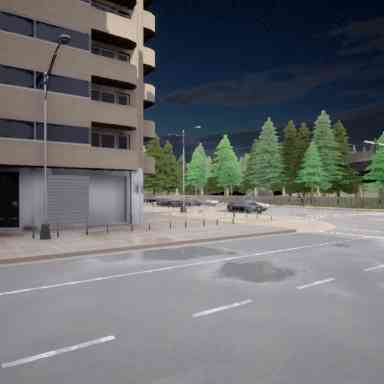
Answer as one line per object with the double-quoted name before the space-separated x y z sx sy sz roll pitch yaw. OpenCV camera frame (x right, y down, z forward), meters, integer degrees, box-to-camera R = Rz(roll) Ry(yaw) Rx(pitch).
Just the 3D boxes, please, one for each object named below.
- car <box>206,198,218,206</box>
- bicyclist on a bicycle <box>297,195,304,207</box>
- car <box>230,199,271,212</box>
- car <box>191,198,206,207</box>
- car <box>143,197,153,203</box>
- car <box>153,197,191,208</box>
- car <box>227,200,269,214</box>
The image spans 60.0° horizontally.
"car" 1.865 1.545 52.257 1.895 1.301 4.718 0 0 -40
"bicyclist on a bicycle" 15.151 1.245 46.458 1.656 1.620 0.582 0 0 -35
"car" 6.805 1.545 39.186 1.895 1.301 4.718 0 0 -35
"car" -0.463 1.507 49.118 1.994 1.385 4.181 0 0 -39
"car" -7.154 1.545 64.451 4.718 1.301 1.895 0 0 31
"car" -2.874 1.491 46.899 2.033 1.411 5.357 0 0 -38
"car" 5.569 1.508 34.802 1.994 1.385 4.181 0 0 -35
